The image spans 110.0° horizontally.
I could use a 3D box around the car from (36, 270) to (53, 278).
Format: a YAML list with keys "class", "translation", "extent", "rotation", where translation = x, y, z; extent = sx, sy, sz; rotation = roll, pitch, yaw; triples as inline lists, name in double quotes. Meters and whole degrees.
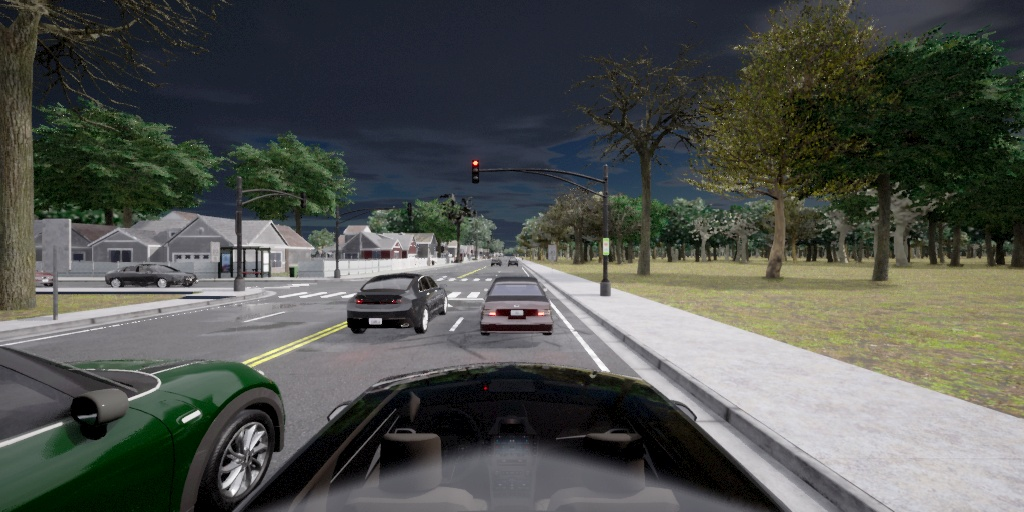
- class: "car"
  translation: [-32.201, 1.322, 22.967]
  extent: [4.674, 1.442, 1.812]
  rotation: [0, 0, 0]

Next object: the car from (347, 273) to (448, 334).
- class: "car"
  translation: [-3.145, 1.254, 10.661]
  extent: [1.837, 1.490, 4.892]
  rotation: [0, 0, 0]

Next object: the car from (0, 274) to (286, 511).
- class: "car"
  translation: [-3.148, 1.102, 1.463]
  extent: [2.097, 1.767, 4.553]
  rotation: [0, 0, 0]

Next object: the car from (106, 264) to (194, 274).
- class: "car"
  translation: [-22.913, 1.285, 22.893]
  extent: [4.892, 1.490, 1.837]
  rotation: [0, 0, 0]

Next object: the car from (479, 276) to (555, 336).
- class: "car"
  translation: [0.112, 1.297, 10.410]
  extent: [2.033, 1.411, 5.357]
  rotation: [0, 0, 0]
